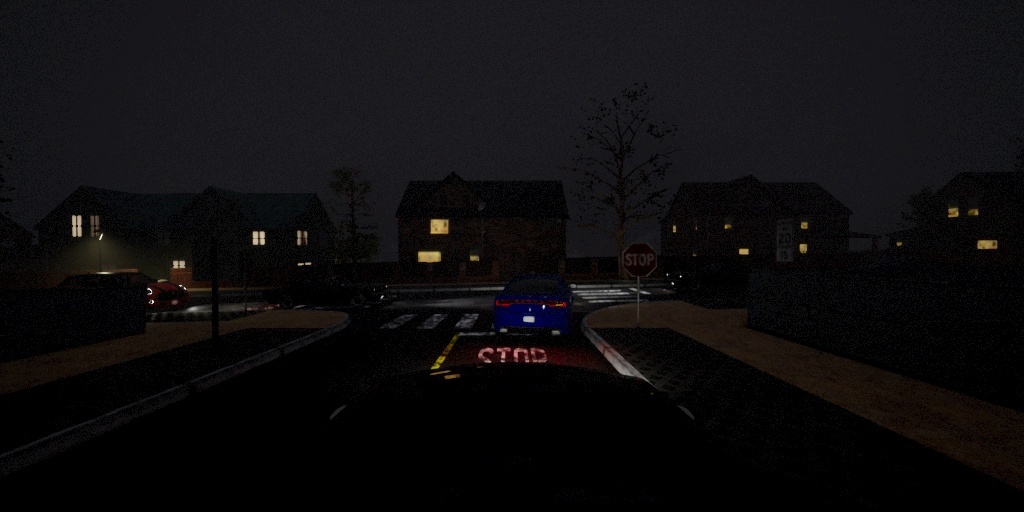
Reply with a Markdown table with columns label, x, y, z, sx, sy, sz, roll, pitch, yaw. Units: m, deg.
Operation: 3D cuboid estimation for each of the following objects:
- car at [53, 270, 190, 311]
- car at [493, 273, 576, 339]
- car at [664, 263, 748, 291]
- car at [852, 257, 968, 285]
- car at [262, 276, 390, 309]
| label | x | y | z | sx | sy | sz | roll | pitch | yaw |
| --- | --- | --- | --- | --- | --- | --- | --- | --- | --- |
| car | -16.795 | 1.471 | 15.452 | 4.553 | 1.767 | 2.097 | -1 | 1 | 0 |
| car | 0.789 | 1.226 | 10.247 | 1.882 | 1.535 | 5.008 | 0 | 0 | 10 |
| car | 10.415 | 1.034 | 18.380 | 4.718 | 1.301 | 1.895 | -1 | 1 | -1 |
| car | 20.061 | 0.753 | 18.413 | 5.357 | 1.411 | 2.033 | -1 | 1 | 0 |
| car | -7.807 | 1.506 | 15.457 | 4.718 | 1.301 | 1.895 | -1 | 1 | 0 |
